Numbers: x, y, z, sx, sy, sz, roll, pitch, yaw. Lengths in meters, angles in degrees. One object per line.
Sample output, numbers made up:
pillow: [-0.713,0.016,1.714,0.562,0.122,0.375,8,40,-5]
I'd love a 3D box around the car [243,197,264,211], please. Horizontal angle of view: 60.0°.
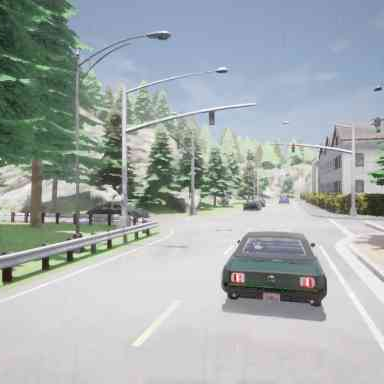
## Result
car: [7.486,1.601,41.228,1.895,1.301,4.718,0,0,16]

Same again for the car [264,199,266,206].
car: [10.261,1.491,51.035,2.128,1.511,4.902,0,0,16]

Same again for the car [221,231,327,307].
car: [2.021,1.601,8.106,1.895,1.301,4.718,0,0,15]

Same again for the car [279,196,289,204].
car: [17.596,1.547,63.512,2.033,1.411,5.357,0,0,16]

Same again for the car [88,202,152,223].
car: [-5.465,1.519,25.139,4.892,1.490,1.837,0,0,15]
